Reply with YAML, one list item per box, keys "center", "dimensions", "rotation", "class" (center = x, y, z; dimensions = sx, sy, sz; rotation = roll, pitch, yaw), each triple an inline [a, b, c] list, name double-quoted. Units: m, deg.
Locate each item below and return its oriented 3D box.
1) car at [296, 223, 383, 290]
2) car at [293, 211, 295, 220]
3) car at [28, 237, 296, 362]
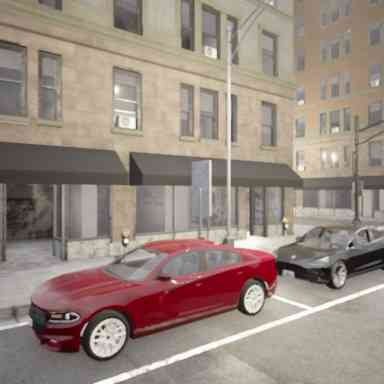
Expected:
- center: [4.046, 1.570, 9.149]
  dimensions: [4.313, 1.339, 1.947]
  rotation: [0, 0, -36]
  class: "car"
- center: [5.919, 1.561, 26.776]
  dimensions: [1.882, 1.535, 5.008]
  rotation: [0, 0, -36]
  class: "car"
- center: [-0.412, 1.546, 5.910]
  dimensions: [4.507, 1.381, 1.887]
  rotation: [0, 0, -36]
  class: "car"
